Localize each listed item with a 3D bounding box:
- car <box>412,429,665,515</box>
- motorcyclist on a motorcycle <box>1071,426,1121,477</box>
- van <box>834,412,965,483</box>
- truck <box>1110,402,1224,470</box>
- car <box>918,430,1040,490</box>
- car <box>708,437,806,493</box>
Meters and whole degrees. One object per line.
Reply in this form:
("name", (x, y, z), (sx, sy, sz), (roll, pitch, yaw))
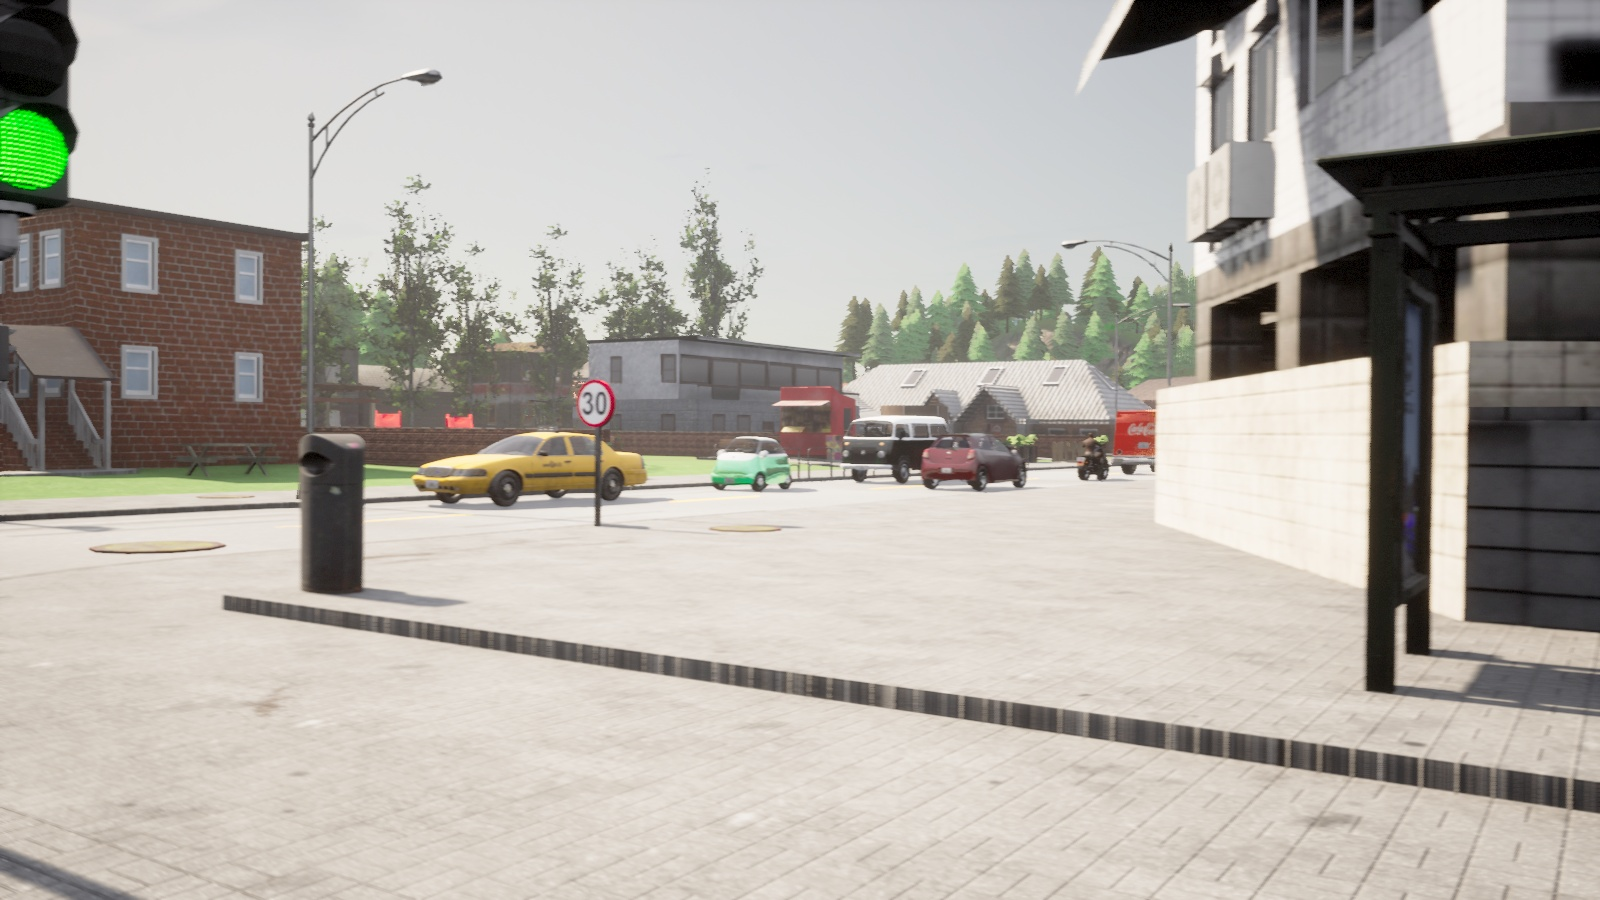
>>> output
("car", (-5.230, 0.364, 25.931), (1.801, 1.575, 5.366), (0, 1, 34))
("motorcyclist on a motorcycle", (9.773, 0.028, 41.412), (0.766, 1.649, 2.350), (0, 1, 35))
("van", (3.123, -0.099, 38.535), (2.069, 2.038, 4.480), (0, 1, 34))
("truck", (14.215, -0.545, 48.400), (2.627, 2.467, 5.204), (0, 1, 36))
("car", (4.881, 0.237, 33.985), (1.845, 1.501, 3.633), (0, 1, 34))
("car", (-1.085, 0.357, 32.185), (1.481, 1.376, 2.207), (0, 1, 34))
